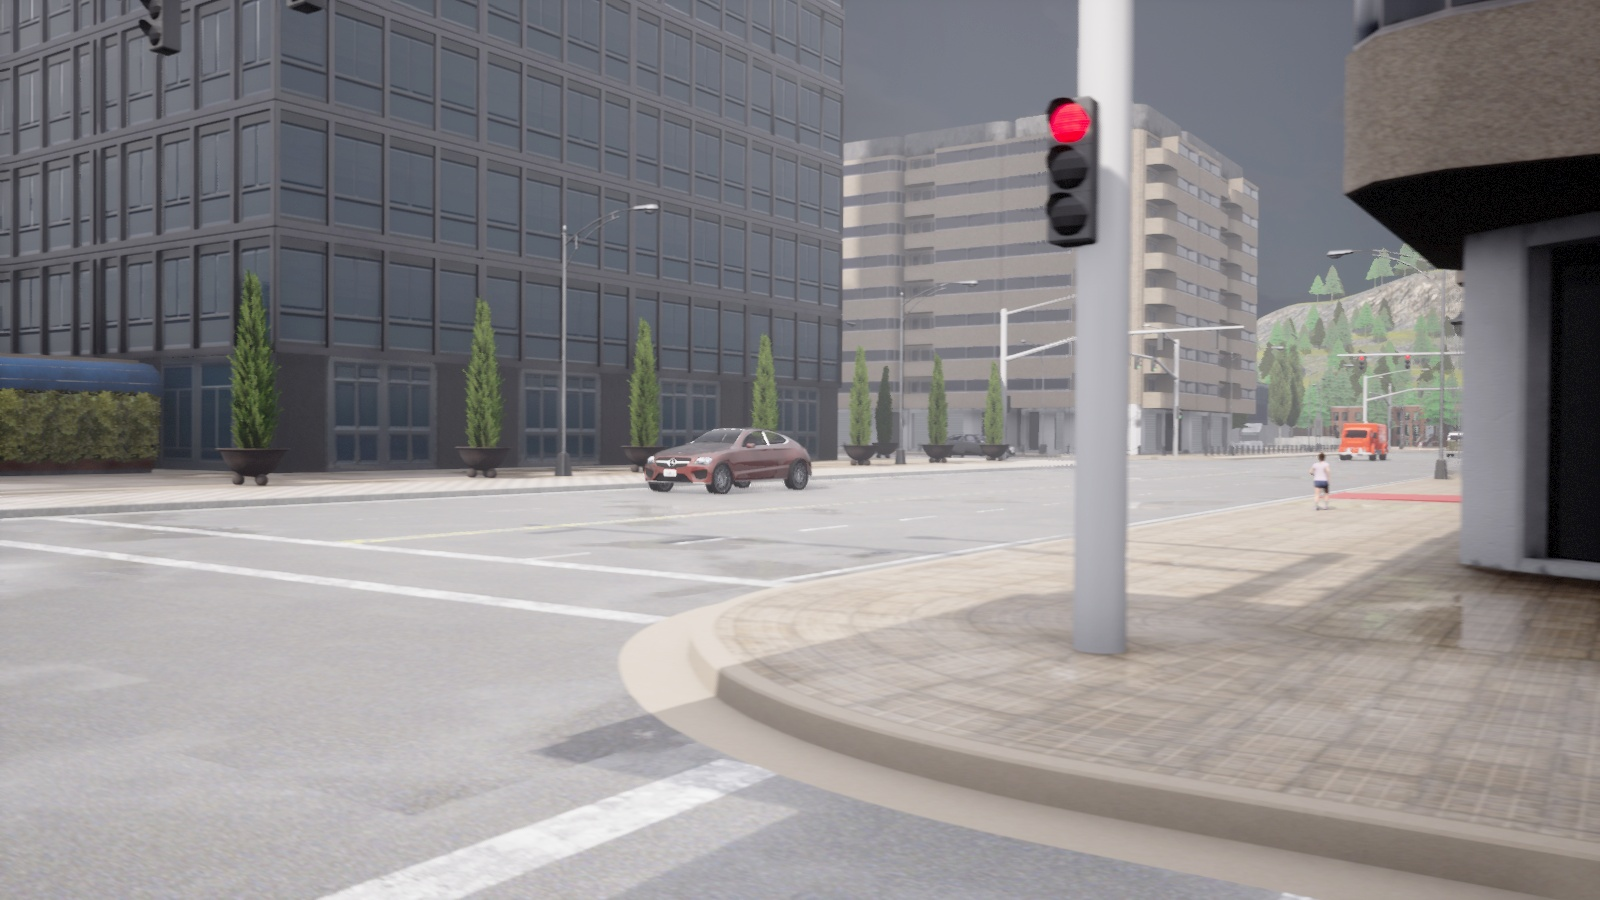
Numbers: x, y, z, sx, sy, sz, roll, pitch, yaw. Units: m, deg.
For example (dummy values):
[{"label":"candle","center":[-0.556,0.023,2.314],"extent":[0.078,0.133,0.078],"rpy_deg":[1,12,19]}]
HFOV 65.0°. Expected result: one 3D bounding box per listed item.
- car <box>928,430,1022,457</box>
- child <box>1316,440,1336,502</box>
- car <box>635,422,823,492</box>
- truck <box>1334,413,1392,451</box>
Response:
[{"label":"car","center":[10.062,-0.392,72.300],"extent":[4.902,1.511,2.128],"rpy_deg":[0,1,34]},{"label":"child","center":[9.608,0.378,22.921],"extent":[0.255,1.110,0.394],"rpy_deg":[0,1,35]},{"label":"car","center":[-1.697,0.120,32.077],"extent":[2.152,1.651,5.027],"rpy_deg":[0,1,34]},{"label":"truck","center":[37.448,-1.212,83.495],"extent":[2.627,2.467,5.204],"rpy_deg":[0,1,34]}]
